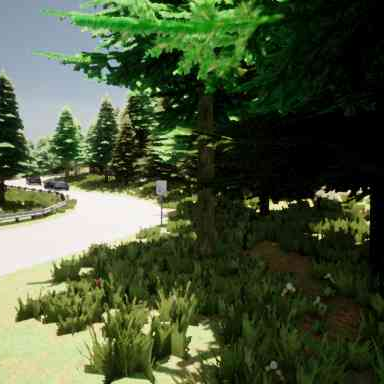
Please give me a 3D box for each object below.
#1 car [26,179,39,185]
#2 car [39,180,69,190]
[{"bbox_3d":[-25.450,-1.916,53.405,1.837,1.490,4.892,0,5,-34],"label":"car"},{"bbox_3d":[-18.826,-0.989,46.137,4.181,1.385,1.994,6,4,40],"label":"car"}]
